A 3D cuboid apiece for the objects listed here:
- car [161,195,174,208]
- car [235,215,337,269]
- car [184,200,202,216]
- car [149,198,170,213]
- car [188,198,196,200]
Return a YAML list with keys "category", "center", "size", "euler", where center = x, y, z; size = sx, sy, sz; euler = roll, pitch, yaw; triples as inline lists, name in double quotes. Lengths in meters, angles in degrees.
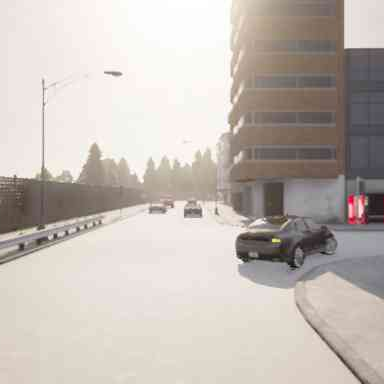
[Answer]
- category: "car"
  center: [-4.029, 1.532, 53.633]
  size: [2.150, 2.045, 5.566]
  euler: [0, -1, 0]
- category: "car"
  center: [3.370, 1.574, 11.539]
  size: [1.837, 1.490, 4.892]
  euler: [-4, -2, 41]
- category: "car"
  center: [0.106, 1.806, 35.475]
  size: [1.895, 1.301, 4.718]
  euler: [0, 0, 0]
- category: "car"
  center: [-4.070, 1.758, 40.313]
  size: [1.812, 1.442, 4.674]
  euler: [0, 0, 0]
- category: "car"
  center: [0.014, 1.864, 62.072]
  size: [1.837, 1.490, 4.892]
  euler: [0, 0, 0]
